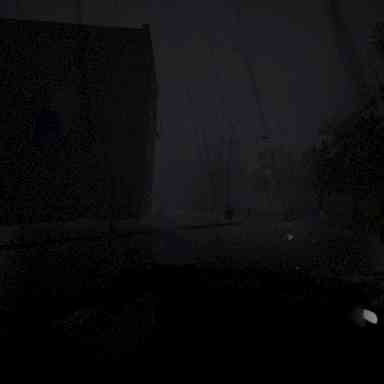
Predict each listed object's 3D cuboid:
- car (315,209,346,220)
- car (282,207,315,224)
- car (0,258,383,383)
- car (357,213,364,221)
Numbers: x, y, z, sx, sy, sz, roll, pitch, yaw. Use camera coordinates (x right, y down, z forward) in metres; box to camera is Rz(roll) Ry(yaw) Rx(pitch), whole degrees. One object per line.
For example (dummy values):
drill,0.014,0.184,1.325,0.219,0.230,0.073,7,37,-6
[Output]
car,21.797,3.425,52.675,4.553,1.767,2.097,3,-2,-9
car,10.089,2.257,32.445,1.837,1.490,4.892,2,-2,5
car,0.605,1.485,3.534,5.008,1.535,1.882,0,0,-33
car,27.031,3.749,50.290,4.902,1.511,2.128,3,-2,-6
